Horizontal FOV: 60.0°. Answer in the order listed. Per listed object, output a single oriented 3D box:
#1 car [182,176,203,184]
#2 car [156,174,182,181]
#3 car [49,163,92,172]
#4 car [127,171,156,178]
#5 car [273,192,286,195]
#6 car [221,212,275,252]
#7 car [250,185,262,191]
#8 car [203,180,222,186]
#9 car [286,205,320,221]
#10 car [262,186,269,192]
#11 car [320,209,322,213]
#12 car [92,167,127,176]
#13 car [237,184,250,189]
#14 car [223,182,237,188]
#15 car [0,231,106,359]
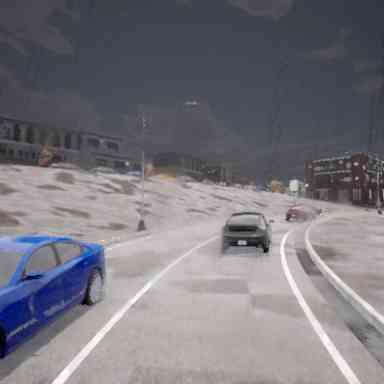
[{"bbox_3d":[-0.876,-1.996,59.813,2.185,1.767,4.553,-3,-5,43],"label":"car"},{"bbox_3d":[-4.649,-2.173,55.780,2.097,1.535,5.008,-4,-6,44],"label":"car"},{"bbox_3d":[-16.492,-3.024,44.160,4.892,1.521,2.231,4,-5,-43],"label":"car"},{"bbox_3d":[-8.523,-2.432,51.817,4.674,1.452,2.002,4,-6,-44],"label":"car"},{"bbox_3d":[23.172,0.655,90.307,2.002,1.452,4.674,-2,-6,34],"label":"car"},{"bbox_3d":[2.448,1.613,14.403,1.837,1.490,4.892,-1,-1,15],"label":"car"},{"bbox_3d":[13.449,-0.701,76.855,2.185,1.767,4.553,-3,-5,38],"label":"car"},{"bbox_3d":[2.935,-1.521,64.066,2.163,1.488,4.792,-3,-5,42],"label":"car"},{"bbox_3d":[10.238,1.936,31.192,1.812,1.442,4.674,-2,-2,34],"label":"car"},{"bbox_3d":[16.831,-0.452,81.326,2.435,2.045,5.566,-3,-5,37],"label":"car"},{"bbox_3d":[14.708,2.409,42.544,4.718,1.301,1.895,2,-4,-45],"label":"car"},{"bbox_3d":[-12.482,-2.760,47.943,4.892,1.521,2.231,4,-5,-43],"label":"car"},{"bbox_3d":[9.970,-0.924,72.424,2.231,1.521,4.892,-3,-5,39],"label":"car"},{"bbox_3d":[6.529,-1.198,68.243,2.002,1.452,4.674,-3,-5,40],"label":"car"},{"bbox_3d":[-3.041,1.499,5.407,1.882,1.535,5.008,0,-1,7],"label":"car"}]
